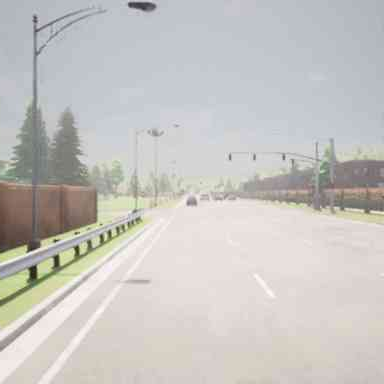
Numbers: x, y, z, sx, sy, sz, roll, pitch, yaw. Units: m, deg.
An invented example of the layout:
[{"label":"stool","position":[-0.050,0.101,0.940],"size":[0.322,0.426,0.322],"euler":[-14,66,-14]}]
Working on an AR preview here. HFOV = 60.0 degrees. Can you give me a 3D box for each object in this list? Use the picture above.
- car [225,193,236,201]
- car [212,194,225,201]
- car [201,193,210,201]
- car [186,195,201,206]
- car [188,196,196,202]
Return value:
[{"label":"car","position":[10.482,1.676,87.807],"size":[1.882,1.535,5.008],"euler":[0,0,0]},{"label":"car","position":[6.982,1.752,88.222],"size":[1.994,1.385,4.181],"euler":[0,0,0]},{"label":"car","position":[3.482,1.423,87.836],"size":[2.150,2.045,5.566],"euler":[0,0,0]},{"label":"car","position":[-0.012,1.627,57.192],"size":[2.128,1.511,4.902],"euler":[0,0,0]},{"label":"car","position":[-0.018,1.723,87.804],"size":[2.128,1.511,4.902],"euler":[0,0,0]}]
